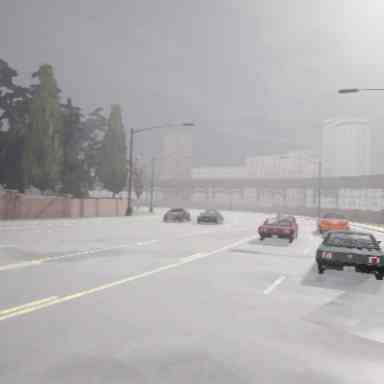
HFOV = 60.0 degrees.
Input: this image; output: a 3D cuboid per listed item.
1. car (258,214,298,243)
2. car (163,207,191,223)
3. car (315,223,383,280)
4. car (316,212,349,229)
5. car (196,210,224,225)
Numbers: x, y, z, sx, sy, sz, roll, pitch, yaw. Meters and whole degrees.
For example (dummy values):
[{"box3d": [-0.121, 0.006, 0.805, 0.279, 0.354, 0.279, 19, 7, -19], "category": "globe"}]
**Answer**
[{"box3d": [5.290, 2.210, 19.988, 1.895, 1.301, 4.718, 2, -2, 22], "category": "car"}, {"box3d": [-1.399, 2.298, 33.706, 1.812, 1.442, 4.674, 2, -2, 16], "category": "car"}, {"box3d": [5.422, 1.981, 11.429, 1.895, 1.301, 4.718, 2, -1, 25], "category": "car"}, {"box3d": [11.246, 2.431, 26.800, 2.097, 1.767, 4.553, 2, -2, 17], "category": "car"}, {"box3d": [1.829, 2.427, 32.311, 1.994, 1.385, 4.181, 2, -2, 16], "category": "car"}]
